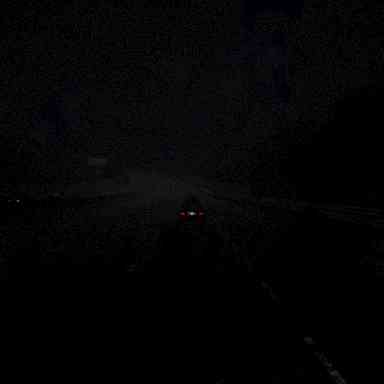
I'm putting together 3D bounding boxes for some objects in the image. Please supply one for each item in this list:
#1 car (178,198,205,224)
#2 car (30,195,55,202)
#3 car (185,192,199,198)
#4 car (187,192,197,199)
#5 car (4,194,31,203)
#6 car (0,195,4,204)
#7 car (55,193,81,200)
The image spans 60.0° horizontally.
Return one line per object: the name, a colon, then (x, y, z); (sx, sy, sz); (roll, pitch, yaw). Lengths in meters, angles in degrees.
car: (-0.003, 1.441, 23.979); (2.033, 1.411, 5.357); (0, 0, 0)
car: (-21.006, 1.149, 47.977); (1.994, 1.385, 4.181); (0, 1, 0)
car: (-0.007, 1.130, 52.015); (1.837, 1.490, 4.892); (0, 1, 0)
car: (-0.126, 0.731, 74.071); (2.128, 1.511, 4.902); (0, 1, -1)
car: (-24.506, 1.096, 47.976); (1.837, 1.490, 4.892); (0, 1, 0)
car: (-27.646, 1.137, 47.976); (2.033, 1.411, 5.357); (0, 1, 2)
car: (-17.506, 0.984, 47.971); (1.837, 1.490, 4.892); (0, 1, 0)
